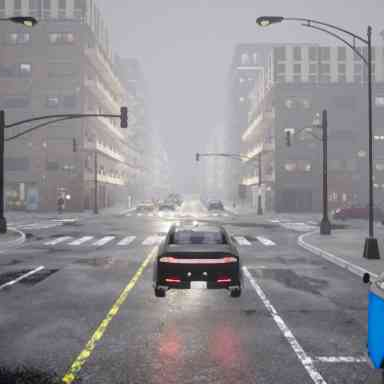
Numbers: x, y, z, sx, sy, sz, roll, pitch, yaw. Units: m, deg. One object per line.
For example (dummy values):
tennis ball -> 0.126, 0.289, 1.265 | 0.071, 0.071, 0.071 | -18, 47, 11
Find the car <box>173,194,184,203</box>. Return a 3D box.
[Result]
car -> -2.792, 1.376, 69.268 | 2.097, 1.767, 4.553 | 0, 0, 0

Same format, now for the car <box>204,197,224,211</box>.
car -> 2.823, 1.578, 39.979 | 1.947, 1.339, 4.313 | 1, 0, 0

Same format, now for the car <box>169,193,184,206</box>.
car -> -2.894, 1.240, 54.171 | 2.150, 2.045, 5.566 | 0, 0, 2

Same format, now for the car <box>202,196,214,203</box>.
car -> 2.840, 1.565, 45.621 | 2.008, 1.369, 4.403 | 1, 0, 0

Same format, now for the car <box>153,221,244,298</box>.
car -> 0.126, 1.494, 8.523 | 2.128, 1.511, 4.902 | 0, 0, 0

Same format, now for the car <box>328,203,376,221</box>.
car -> 13.726, 1.607, 28.131 | 4.097, 1.590, 1.967 | 0, -1, 1

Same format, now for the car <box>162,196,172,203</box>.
car -> -5.455, 1.571, 73.860 | 1.887, 1.381, 4.507 | 1, 0, 0

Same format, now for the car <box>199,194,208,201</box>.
car -> 2.962, 1.348, 85.119 | 2.192, 1.841, 5.009 | 1, 0, 0

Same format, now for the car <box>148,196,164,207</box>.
car -> -5.521, 1.456, 51.289 | 1.967, 1.590, 4.097 | 1, 0, 0

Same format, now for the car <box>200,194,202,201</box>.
car -> 2.909, 1.549, 68.361 | 1.752, 1.417, 4.829 | 1, 0, 0

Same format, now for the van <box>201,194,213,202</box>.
van -> 2.877, 1.360, 56.906 | 1.690, 1.788, 3.998 | 1, 0, 0

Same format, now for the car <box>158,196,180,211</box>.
car -> -2.972, 1.560, 40.825 | 2.033, 1.411, 5.357 | 0, 0, 0

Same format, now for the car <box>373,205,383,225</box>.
car -> 13.598, 1.582, 19.750 | 4.313, 1.339, 1.947 | 0, -1, 1

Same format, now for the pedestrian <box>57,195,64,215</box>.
pedestrian -> -12.444, 1.216, 31.466 | 0.375, 1.860, 0.375 | 0, -1, 1

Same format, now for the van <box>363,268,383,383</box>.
van -> 2.680, 1.342, 2.032 | 1.690, 1.788, 3.998 | 1, 0, 0

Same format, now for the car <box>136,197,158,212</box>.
car -> -5.557, 1.537, 39.834 | 1.752, 1.417, 4.829 | 1, 0, 0
